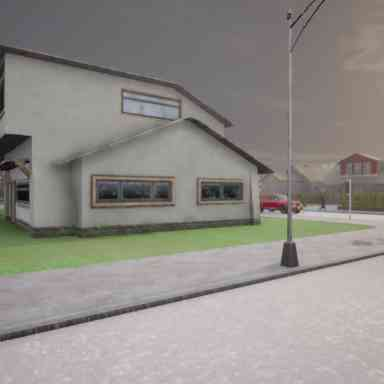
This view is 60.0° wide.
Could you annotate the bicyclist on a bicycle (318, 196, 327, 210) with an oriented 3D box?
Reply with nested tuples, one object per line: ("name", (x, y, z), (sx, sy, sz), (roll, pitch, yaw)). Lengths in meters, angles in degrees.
("bicyclist on a bicycle", (15.828, 1.349, 40.329), (1.656, 1.620, 0.582), (0, 0, -35))

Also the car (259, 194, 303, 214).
("car", (9.038, 1.222, 35.391), (2.150, 2.045, 5.566), (0, 0, -35))
